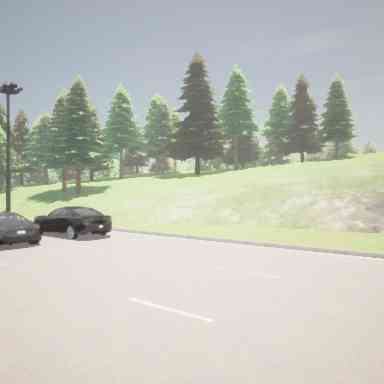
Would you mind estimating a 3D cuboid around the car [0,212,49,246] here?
[{"bbox_3d":[-8.385,1.570,14.425,4.181,1.385,1.994,0,0,37],"label":"car"}]

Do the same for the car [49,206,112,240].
[{"bbox_3d":[-6.281,1.482,17.222,5.008,1.535,1.882,0,0,37],"label":"car"}]
